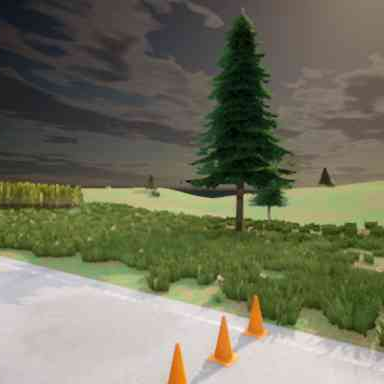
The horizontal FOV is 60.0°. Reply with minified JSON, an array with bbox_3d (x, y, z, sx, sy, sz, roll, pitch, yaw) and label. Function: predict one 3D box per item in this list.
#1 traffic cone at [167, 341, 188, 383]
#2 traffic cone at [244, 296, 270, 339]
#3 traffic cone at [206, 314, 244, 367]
[{"bbox_3d":[-0.160,1.940,3.646,0.340,0.580,0.340,0,0,36],"label":"traffic cone"},{"bbox_3d":[1.008,1.940,5.270,0.340,0.580,0.340,0,0,36],"label":"traffic cone"},{"bbox_3d":[0.424,1.940,4.458,0.340,0.580,0.340,0,0,36],"label":"traffic cone"}]
